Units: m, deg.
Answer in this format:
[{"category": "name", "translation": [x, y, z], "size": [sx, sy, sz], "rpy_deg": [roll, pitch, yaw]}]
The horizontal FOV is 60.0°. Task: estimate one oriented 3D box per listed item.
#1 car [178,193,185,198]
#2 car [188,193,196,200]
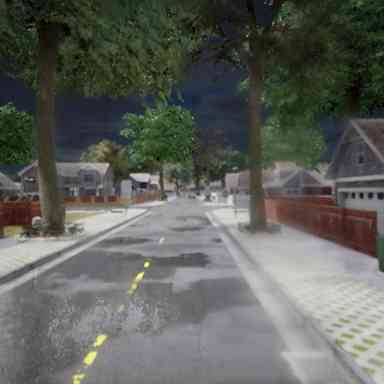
[{"category": "car", "translation": [-2.752, 0.892, 90.848], "size": [2.128, 1.511, 4.902], "rpy_deg": [0, 0, 0]}, {"category": "car", "translation": [-0.002, 1.094, 84.983], "size": [2.097, 1.767, 4.553], "rpy_deg": [0, 0, 0]}]
